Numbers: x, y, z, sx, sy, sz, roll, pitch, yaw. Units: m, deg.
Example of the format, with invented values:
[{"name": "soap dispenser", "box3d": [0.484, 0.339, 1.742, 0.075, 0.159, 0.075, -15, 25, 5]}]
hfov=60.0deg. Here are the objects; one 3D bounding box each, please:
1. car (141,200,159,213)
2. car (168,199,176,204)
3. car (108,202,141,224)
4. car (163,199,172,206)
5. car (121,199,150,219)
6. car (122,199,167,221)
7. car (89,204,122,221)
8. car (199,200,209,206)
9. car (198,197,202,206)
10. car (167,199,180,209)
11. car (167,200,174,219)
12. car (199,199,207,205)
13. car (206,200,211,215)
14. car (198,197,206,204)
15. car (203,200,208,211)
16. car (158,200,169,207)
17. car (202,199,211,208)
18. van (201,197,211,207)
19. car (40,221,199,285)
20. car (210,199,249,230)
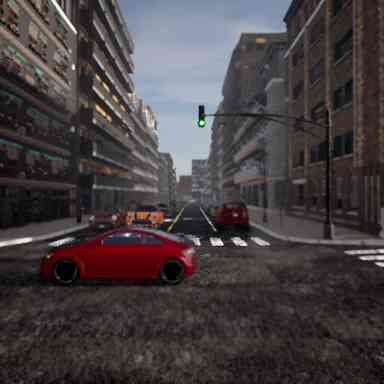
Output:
[{"name": "car", "box3d": [-5.689, 1.917, 45.162, 1.967, 1.590, 4.097, 0, -1, 0]}, {"name": "car", "box3d": [-5.687, 2.664, 95.050, 1.947, 1.339, 4.313, 0, -1, 0]}, {"name": "car", "box3d": [-5.690, 1.734, 28.531, 1.967, 1.590, 4.097, 0, -1, 0]}, {"name": "car", "box3d": [-5.688, 2.427, 78.420, 1.887, 1.381, 4.507, 0, -1, 0]}, {"name": "car", "box3d": [-5.690, 1.670, 34.076, 2.192, 1.841, 5.009, 0, -1, 0]}, {"name": "car", "box3d": [-3.102, 1.582, 22.674, 2.097, 1.767, 4.553, 0, -1, 0]}, {"name": "car", "box3d": [-5.691, 1.674, 22.987, 1.967, 1.590, 4.097, 0, -1, 0]}, {"name": "car", "box3d": [2.693, 2.363, 72.891, 2.008, 1.369, 4.403, 0, -1, 0]}, {"name": "car", "box3d": [2.692, 2.114, 61.802, 1.967, 1.590, 4.097, 0, -1, 0]}, {"name": "car", "box3d": [-3.032, 2.101, 55.251, 1.837, 1.490, 4.892, 0, -1, 1]}, {"name": "car", "box3d": [-3.098, 1.853, 33.781, 1.837, 1.490, 4.892, 0, 0, 0]}, {"name": "car", "box3d": [2.693, 2.498, 83.981, 1.887, 1.381, 4.507, 0, -1, 0]}, {"name": "car", "box3d": [2.691, 1.881, 34.246, 1.752, 1.417, 4.829, 0, -1, 0]}, {"name": "car", "box3d": [2.692, 2.340, 89.529, 2.192, 1.841, 5.009, 0, -1, 0]}, {"name": "car", "box3d": [2.691, 1.981, 39.620, 1.947, 1.339, 4.313, 0, -1, 0]}, {"name": "car", "box3d": [-5.688, 2.288, 67.333, 1.887, 1.381, 4.507, 0, -1, 0]}, {"name": "car", "box3d": [2.691, 2.021, 45.166, 1.887, 1.381, 4.507, 0, -1, 0]}, {"name": "van", "box3d": [2.691, 1.882, 50.715, 1.690, 1.788, 3.998, 0, -1, 0]}, {"name": "car", "box3d": [-1.901, 1.657, 9.250, 4.181, 1.385, 1.994, 0, -1, 0]}, {"name": "car", "box3d": [2.690, 1.548, 22.986, 2.192, 1.841, 5.009, 0, -1, 0]}]
